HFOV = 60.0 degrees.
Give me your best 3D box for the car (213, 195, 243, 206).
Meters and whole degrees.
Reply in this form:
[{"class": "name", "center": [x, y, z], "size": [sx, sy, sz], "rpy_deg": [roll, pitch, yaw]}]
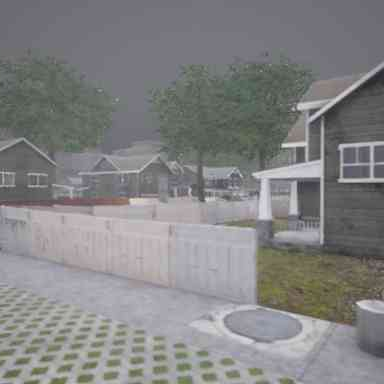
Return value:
[{"class": "car", "center": [4.823, 1.362, 44.160], "size": [2.150, 2.045, 5.566], "rpy_deg": [0, 0, 36]}]
